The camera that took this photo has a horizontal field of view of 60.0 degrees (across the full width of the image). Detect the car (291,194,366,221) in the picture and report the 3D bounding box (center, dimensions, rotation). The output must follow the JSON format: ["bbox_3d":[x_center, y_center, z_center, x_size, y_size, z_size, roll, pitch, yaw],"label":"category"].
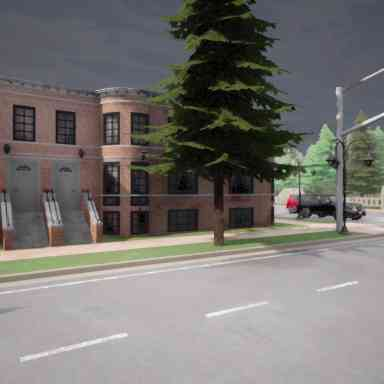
[{"bbox_3d":[11.208,1.220,27.187,2.150,2.045,5.566,0,0,-29],"label":"car"}]

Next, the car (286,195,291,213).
[{"bbox_3d":[11.876,1.219,32.963,2.150,2.045,5.566,0,0,-30],"label":"car"}]
